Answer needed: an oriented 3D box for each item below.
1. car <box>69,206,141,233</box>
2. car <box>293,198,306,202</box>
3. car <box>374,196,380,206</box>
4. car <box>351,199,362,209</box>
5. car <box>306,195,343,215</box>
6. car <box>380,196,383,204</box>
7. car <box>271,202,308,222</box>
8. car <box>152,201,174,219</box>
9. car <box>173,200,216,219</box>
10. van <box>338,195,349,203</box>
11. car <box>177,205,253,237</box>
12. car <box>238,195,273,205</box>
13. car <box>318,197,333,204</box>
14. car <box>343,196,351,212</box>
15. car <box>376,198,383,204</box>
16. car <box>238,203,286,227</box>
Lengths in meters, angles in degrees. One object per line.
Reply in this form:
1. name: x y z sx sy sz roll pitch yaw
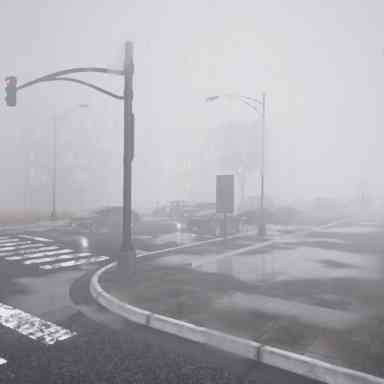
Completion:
1. car: -5.108 1.564 20.147 1.812 1.442 4.674 1 0 36
2. car: 18.087 1.727 56.088 1.752 1.417 4.829 1 0 36
3. car: 34.903 1.941 64.820 1.752 1.417 4.829 1 0 36
4. car: 24.942 1.774 51.264 1.967 1.590 4.097 1 0 36
5. car: 15.151 1.569 37.796 2.192 1.841 5.009 1 0 36
6. car: 41.379 1.784 73.629 2.192 1.841 5.009 1 0 36
7. car: 7.939 1.779 27.911 1.802 1.307 4.206 1 0 36
8. car: -1.637 1.481 29.463 1.967 1.590 4.097 1 0 36
9. car: 0.894 1.591 28.311 1.837 1.490 4.892 1 0 36
10. van: 37.912 1.707 83.063 1.690 1.788 3.998 1 0 36
11. car: 1.448 1.696 19.077 2.008 1.369 4.403 1 0 36
12. car: 7.135 1.358 36.785 2.150 2.045 5.566 1 0 36
13. car: 28.049 1.849 69.644 1.947 1.339 4.313 1 0 36
14. car: 18.410 1.721 42.289 1.967 1.590 4.097 1 0 36
15. car: 44.663 2.047 78.103 2.008 1.369 4.403 1 0 36
16. car: 4.695 1.737 23.495 1.947 1.339 4.313 1 0 36
